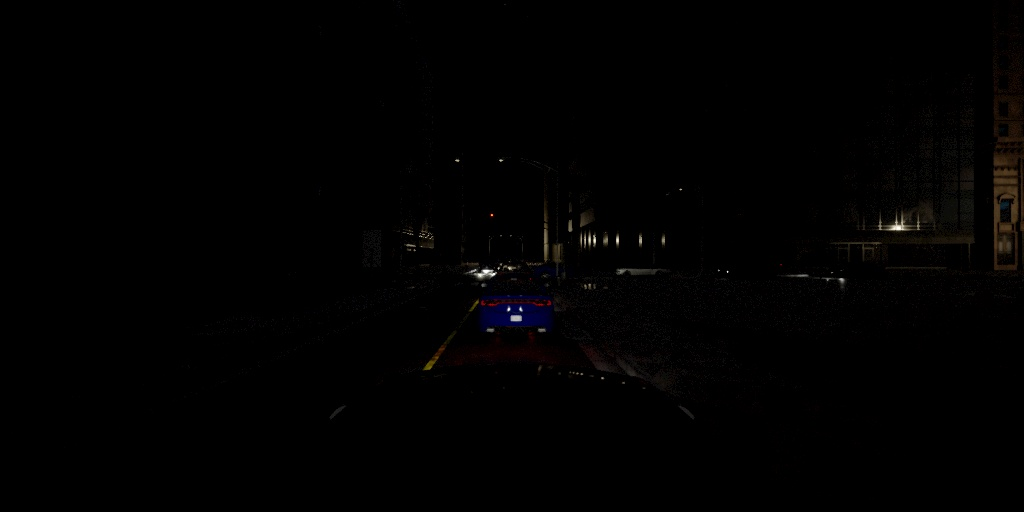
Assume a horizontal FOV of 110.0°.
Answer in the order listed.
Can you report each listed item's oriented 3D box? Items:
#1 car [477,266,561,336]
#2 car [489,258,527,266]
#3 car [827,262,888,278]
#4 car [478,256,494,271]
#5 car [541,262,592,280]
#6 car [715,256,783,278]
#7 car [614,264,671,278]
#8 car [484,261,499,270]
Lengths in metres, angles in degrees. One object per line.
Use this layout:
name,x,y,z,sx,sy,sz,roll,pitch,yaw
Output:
car,0.093,1.229,10.415,1.882,1.535,5.008,0,0,0
car,0.140,1.107,19.283,2.097,1.767,4.553,0,0,2
car,32.072,1.276,33.322,4.674,1.442,1.812,0,0,0
car,-3.136,0.999,45.826,2.150,2.045,5.566,0,0,-2
car,4.137,1.240,30.093,5.008,1.535,1.882,0,0,0
car,21.975,0.986,33.326,5.566,2.045,2.150,0,0,-1
car,12.024,1.371,33.308,4.718,1.301,1.895,0,0,3
car,-3.136,1.390,55.716,1.895,1.301,4.718,0,0,0
